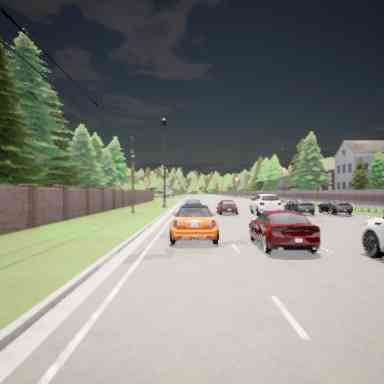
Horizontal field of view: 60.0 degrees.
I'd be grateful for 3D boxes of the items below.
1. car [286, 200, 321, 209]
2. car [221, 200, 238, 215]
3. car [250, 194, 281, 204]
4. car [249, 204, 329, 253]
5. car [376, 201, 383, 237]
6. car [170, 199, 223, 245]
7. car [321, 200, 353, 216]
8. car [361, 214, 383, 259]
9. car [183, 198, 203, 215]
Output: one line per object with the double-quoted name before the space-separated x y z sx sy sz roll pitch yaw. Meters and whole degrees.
"car" 10.595 1.499 32.999 2.128 1.511 4.902 0 0 0
"car" 3.596 1.534 34.206 1.812 1.442 4.674 0 0 0
"car" 7.097 1.229 32.437 2.150 2.045 5.566 0 0 0
"car" 3.597 1.481 13.686 1.882 1.535 5.008 0 0 0
"car" 10.598 1.355 15.011 2.097 1.767 4.553 0 0 0
"car" 0.098 1.356 15.778 2.097 1.767 4.553 0 0 0
"car" 14.096 1.499 32.995 2.128 1.511 4.902 0 0 0
"car" 7.099 1.223 9.488 2.150 2.045 5.566 0 0 0
"car" 0.096 1.487 34.690 1.882 1.535 5.008 0 0 0
